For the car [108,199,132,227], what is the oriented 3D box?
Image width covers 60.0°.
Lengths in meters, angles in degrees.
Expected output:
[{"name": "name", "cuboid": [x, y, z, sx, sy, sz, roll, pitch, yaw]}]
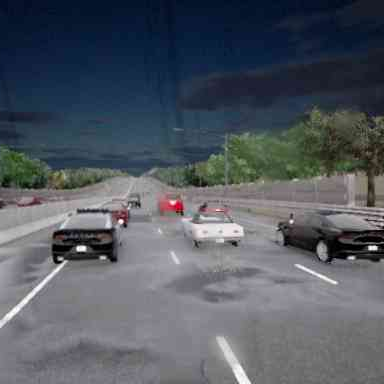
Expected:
[{"name": "car", "cuboid": [-5.118, 1.430, 21.671, 1.882, 1.535, 5.008, 0, 0, -9]}]

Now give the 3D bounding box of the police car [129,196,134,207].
[{"name": "police car", "cuboid": [-6.102, 1.380, 27.707, 1.930, 1.638, 5.238, 0, 0, -9]}]

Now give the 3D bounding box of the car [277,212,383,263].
[{"name": "car", "cuboid": [4.735, 1.432, 11.889, 1.882, 1.535, 5.008, 0, 0, -9]}]

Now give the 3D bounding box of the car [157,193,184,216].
[{"name": "car", "cuboid": [-2.145, 1.174, 32.338, 2.150, 2.045, 5.566, 0, -1, -9]}]

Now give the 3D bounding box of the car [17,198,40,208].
[{"name": "car", "cuboid": [-22.177, 1.503, 45.275, 1.882, 1.535, 5.008, 0, 0, -9]}]

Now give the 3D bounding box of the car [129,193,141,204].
[{"name": "car", "cuboid": [-11.175, 1.316, 65.368, 2.150, 2.045, 5.566, 0, 0, -9]}]

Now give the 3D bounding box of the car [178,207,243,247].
[{"name": "car", "cuboid": [0.706, 1.553, 14.848, 1.895, 1.301, 4.718, 0, 0, -9]}]

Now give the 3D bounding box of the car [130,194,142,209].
[{"name": "car", "cuboid": [-8.077, 1.484, 46.370, 1.882, 1.535, 5.008, 0, 0, -9]}]

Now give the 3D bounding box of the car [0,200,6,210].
[{"name": "car", "cuboid": [-25.118, 1.565, 41.527, 2.033, 1.411, 5.357, 0, 0, -9]}]

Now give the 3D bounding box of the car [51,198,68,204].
[{"name": "car", "cuboid": [-19.149, 1.596, 48.481, 1.994, 1.385, 4.181, 0, 0, -9]}]

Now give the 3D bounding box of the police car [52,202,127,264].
[{"name": "police car", "cuboid": [-3.526, 1.387, 11.901, 1.930, 1.638, 5.238, 0, 0, -9]}]

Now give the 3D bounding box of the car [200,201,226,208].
[{"name": "car", "cuboid": [1.837, 1.511, 29.664, 1.994, 1.385, 4.181, 0, 0, -9]}]
